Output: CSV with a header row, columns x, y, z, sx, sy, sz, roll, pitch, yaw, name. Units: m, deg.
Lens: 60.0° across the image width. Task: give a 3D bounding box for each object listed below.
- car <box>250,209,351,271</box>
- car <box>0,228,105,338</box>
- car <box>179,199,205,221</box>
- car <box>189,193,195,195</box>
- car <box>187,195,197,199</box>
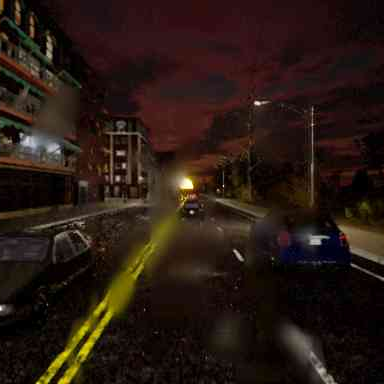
x,y,z,sx,sy,sz,roll,pitch,yaw,name
3.248,1.319,10.892,2.097,1.767,4.553,0,0,0,car
-3.353,1.525,7.117,2.033,1.411,5.357,0,0,0,car
-0.014,1.484,26.691,1.994,1.385,4.181,0,0,0,car
-0.013,1.126,84.498,2.097,1.767,4.553,0,0,0,car
0.068,1.469,45.488,1.895,1.301,4.718,0,0,0,car
